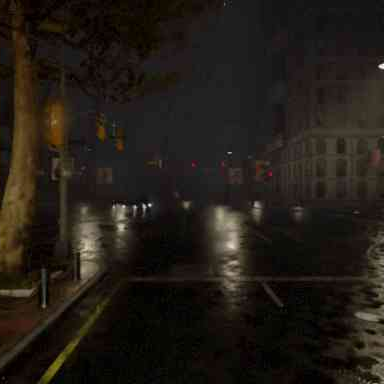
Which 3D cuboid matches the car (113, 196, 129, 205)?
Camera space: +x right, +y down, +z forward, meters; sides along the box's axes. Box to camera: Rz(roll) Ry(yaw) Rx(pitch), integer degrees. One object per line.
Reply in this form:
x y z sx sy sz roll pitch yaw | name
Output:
-11.573 1.392 54.335 1.837 1.490 4.892 0 0 0 | car

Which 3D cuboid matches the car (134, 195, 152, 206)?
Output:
-8.085 1.392 53.503 1.837 1.490 4.892 0 0 1 | car

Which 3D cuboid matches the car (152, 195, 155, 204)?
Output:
-8.002 1.361 62.204 2.128 1.511 4.902 0 0 0 | car
